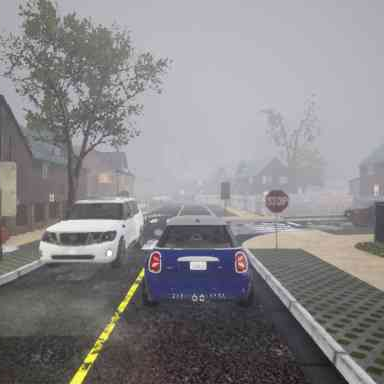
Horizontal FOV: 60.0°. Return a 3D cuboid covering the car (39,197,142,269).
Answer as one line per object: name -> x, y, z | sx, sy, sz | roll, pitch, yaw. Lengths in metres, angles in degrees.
car -> -3.077, 1.217, 11.478 | 2.150, 2.045, 5.566 | -1, 0, 1

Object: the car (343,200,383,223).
car -> 12.195, 1.230, 21.704 | 4.181, 1.385, 1.994 | -1, 0, -1

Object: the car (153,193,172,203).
car -> -6.474, 1.337, 72.922 | 2.150, 2.045, 5.566 | 0, -1, -34

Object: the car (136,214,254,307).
car -> 0.117, 1.350, 8.134 | 2.097, 1.767, 4.553 | 0, 0, 0
